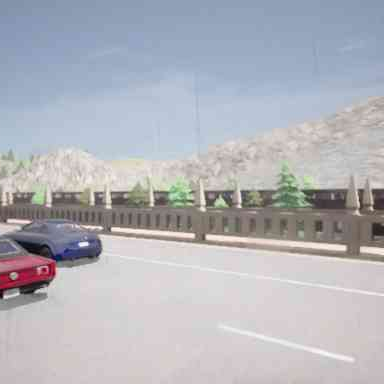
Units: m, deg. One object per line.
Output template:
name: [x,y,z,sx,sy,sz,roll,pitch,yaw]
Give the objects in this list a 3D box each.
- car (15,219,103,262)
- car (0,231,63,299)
car: [-5.121,1.675,11.868,4.181,1.385,1.994,-1,0,35]
car: [-5.296,1.686,7.708,4.718,1.301,1.895,-1,0,35]
